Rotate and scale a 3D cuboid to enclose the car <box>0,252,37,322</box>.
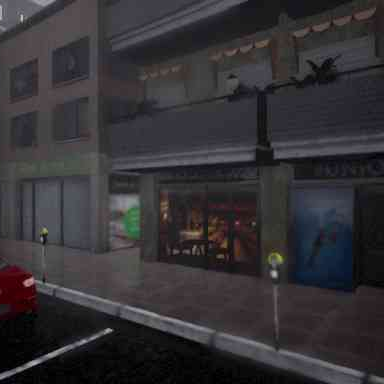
[{"bbox_3d":[-4.475,1.580,6.076,4.206,1.307,1.802,0,0,36],"label":"car"}]
